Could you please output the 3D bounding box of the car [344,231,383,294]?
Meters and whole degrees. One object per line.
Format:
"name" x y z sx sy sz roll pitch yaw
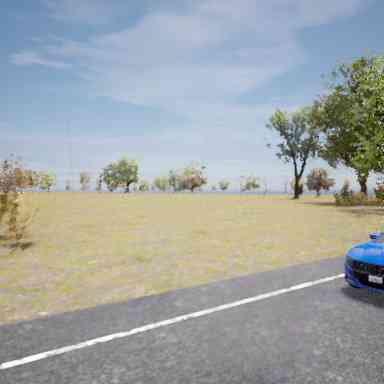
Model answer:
"car" 5.666 1.452 8.038 5.008 1.535 1.882 0 0 -36
